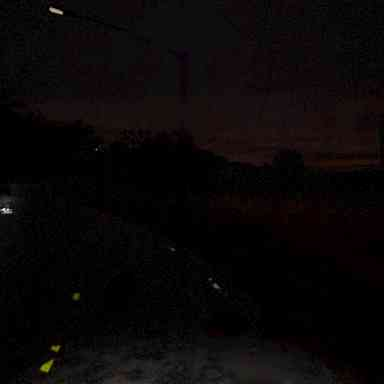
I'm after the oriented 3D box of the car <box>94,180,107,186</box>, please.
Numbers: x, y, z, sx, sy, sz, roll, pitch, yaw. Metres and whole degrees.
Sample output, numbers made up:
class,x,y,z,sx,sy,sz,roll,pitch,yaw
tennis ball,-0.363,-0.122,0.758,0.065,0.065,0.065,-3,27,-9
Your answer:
class,x,y,z,sx,sy,sz,roll,pitch,yaw
car,-23.573,-2.181,85.398,1.837,1.490,4.892,-1,-1,9

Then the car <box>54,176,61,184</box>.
class,x,y,z,sx,sy,sz,roll,pitch,yaw
car,-25.058,-2.281,65.719,1.994,1.385,4.181,0,0,-2

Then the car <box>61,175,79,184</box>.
class,x,y,z,sx,sy,sz,roll,pitch,yaw
car,-21.088,-2.280,58.587,1.970,1.475,3.806,0,1,-8

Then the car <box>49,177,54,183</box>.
class,x,y,z,sx,sy,sz,roll,pitch,yaw
car,-28.100,-2.508,69.088,2.128,1.511,4.902,0,0,-2

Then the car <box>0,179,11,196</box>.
class,x,y,z,sx,sy,sz,roll,pitch,yaw
car,-17.295,-0.433,29.740,1.895,1.301,4.718,0,5,-30
